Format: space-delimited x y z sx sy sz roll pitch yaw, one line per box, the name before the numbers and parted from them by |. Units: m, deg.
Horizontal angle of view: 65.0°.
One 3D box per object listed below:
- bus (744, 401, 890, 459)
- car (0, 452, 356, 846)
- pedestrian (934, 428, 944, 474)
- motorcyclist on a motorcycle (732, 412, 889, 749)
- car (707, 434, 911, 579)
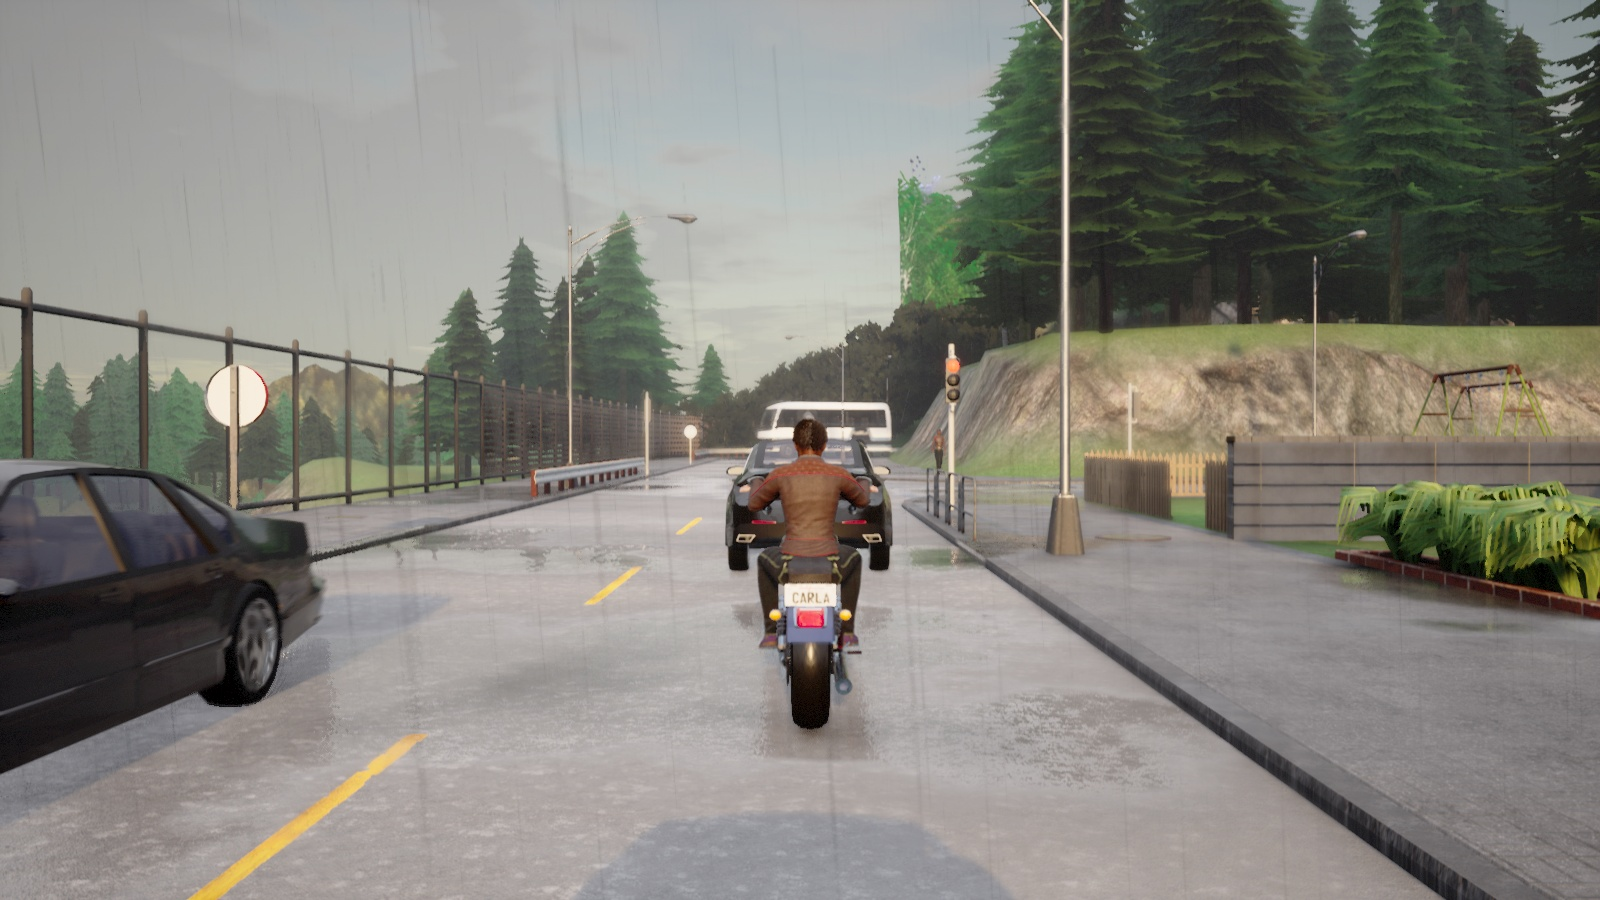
bus | 1.300 -1.437 95.043 10.273 4.253 3.944 0 0 -21
car | -3.953 0.743 5.575 2.033 1.411 5.357 0 0 0
pedestrian | 5.589 0.031 50.457 0.328 1.805 0.869 0 0 0
motorcyclist on a motorcycle | 0.058 0.634 7.321 0.766 1.649 2.350 0 0 0
car | 0.106 0.570 15.563 2.128 1.511 4.902 0 0 0
